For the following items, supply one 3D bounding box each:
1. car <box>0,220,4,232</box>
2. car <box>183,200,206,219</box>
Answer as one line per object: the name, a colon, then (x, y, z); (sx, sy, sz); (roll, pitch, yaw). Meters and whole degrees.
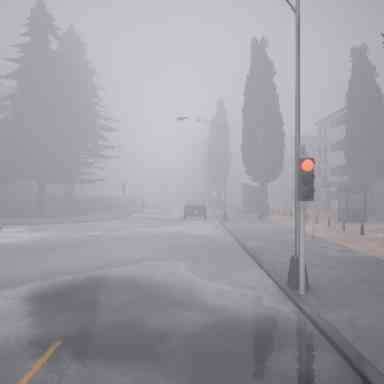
car: (-12.056, 1.505, 16.595); (4.892, 1.490, 1.837); (0, 0, 1)
car: (0.216, 1.477, 29.174); (1.882, 1.535, 5.008); (0, 0, -1)
